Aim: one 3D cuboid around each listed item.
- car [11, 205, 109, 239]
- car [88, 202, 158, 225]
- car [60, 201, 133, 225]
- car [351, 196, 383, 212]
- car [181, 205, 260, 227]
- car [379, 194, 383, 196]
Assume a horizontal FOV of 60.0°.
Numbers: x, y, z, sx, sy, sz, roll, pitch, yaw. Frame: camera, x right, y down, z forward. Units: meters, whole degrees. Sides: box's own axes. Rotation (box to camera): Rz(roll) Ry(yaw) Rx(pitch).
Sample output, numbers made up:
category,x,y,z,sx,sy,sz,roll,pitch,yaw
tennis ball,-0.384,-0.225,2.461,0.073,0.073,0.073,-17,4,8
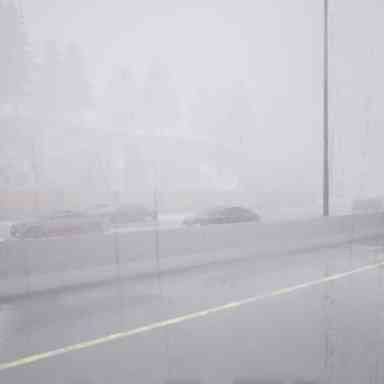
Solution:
category,x,y,z,sx,sy,sz,roll,pitch,yaw
car,-6.617,1.567,16.522,4.181,1.385,1.994,0,0,-36
car,-4.657,1.476,22.300,5.008,1.535,1.882,0,0,-36
car,-7.044,1.505,24.879,4.892,1.490,1.837,0,0,-36
car,19.372,1.466,36.832,4.892,1.490,1.837,0,0,-41
car,1.659,1.495,18.263,4.892,1.490,1.837,-1,0,-37
car,31.363,1.268,53.897,2.150,2.045,5.566,0,0,41
